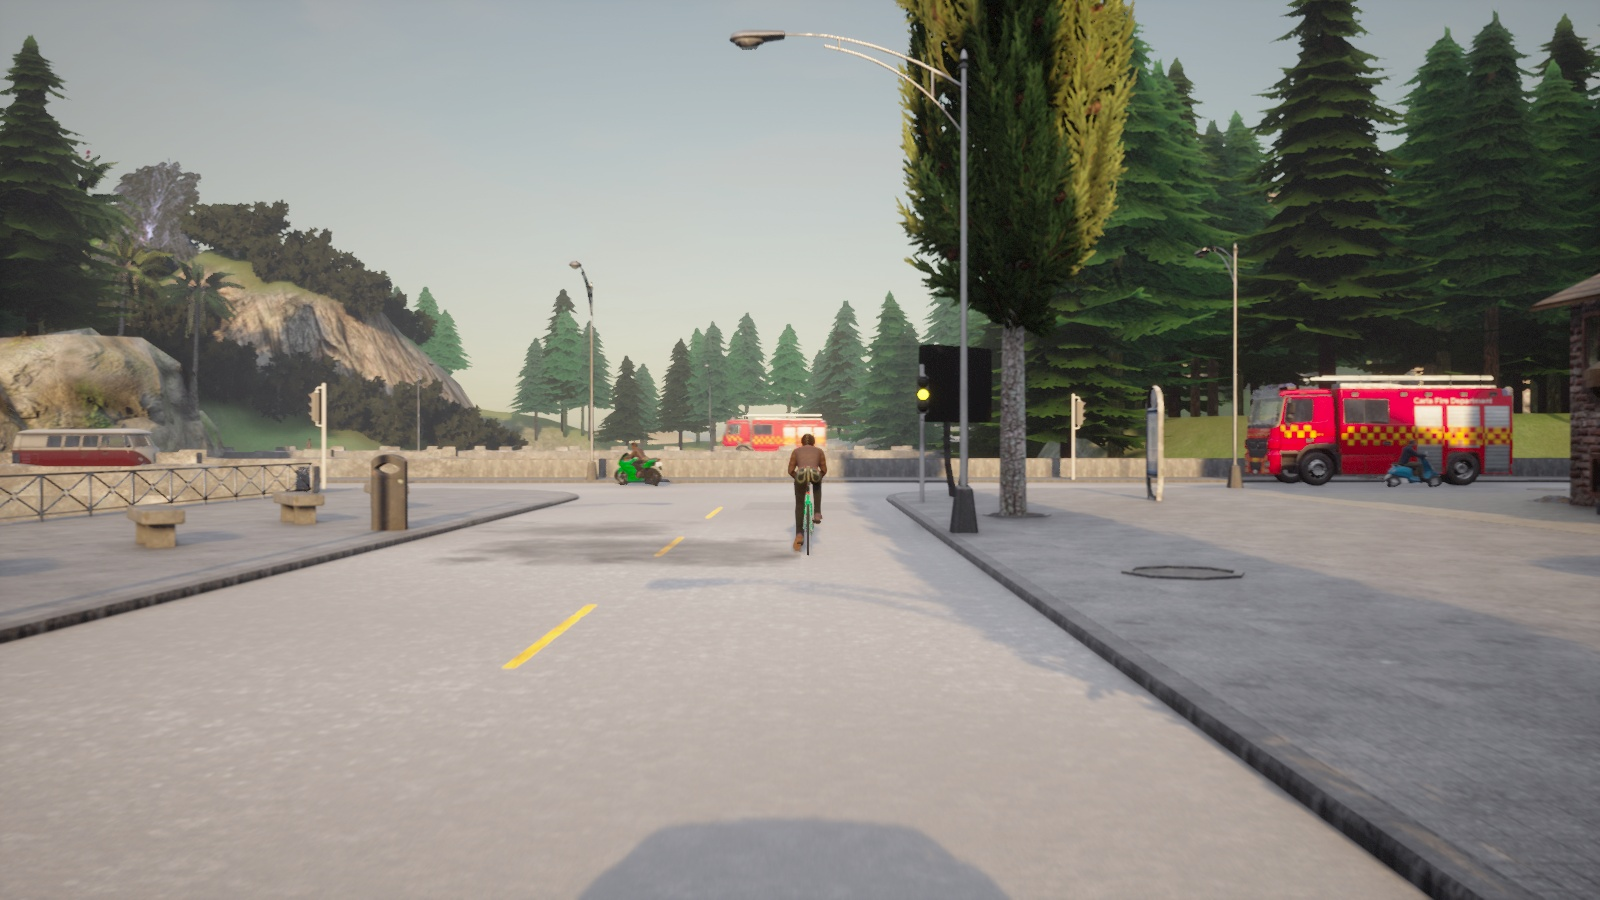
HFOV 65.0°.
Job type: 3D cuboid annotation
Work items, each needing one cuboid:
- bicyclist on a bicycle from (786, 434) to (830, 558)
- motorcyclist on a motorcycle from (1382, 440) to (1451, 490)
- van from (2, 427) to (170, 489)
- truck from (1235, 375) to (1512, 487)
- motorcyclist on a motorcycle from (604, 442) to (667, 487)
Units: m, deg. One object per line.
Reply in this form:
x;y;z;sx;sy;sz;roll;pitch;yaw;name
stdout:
0.111;0.602;17.223;0.582;1.620;1.656;0;0;0;bicyclist on a bicycle
19.864;0.488;40.481;1.817;1.590;0.866;0;0;0;motorcyclist on a motorcycle
-23.101;0.251;40.743;4.442;1.987;1.775;0;0;0;van
20.150;-0.653;44.475;8.468;3.827;2.891;0;0;0;truck
-5.662;0.481;43.185;2.044;1.523;0.797;0;2;31;motorcyclist on a motorcycle
